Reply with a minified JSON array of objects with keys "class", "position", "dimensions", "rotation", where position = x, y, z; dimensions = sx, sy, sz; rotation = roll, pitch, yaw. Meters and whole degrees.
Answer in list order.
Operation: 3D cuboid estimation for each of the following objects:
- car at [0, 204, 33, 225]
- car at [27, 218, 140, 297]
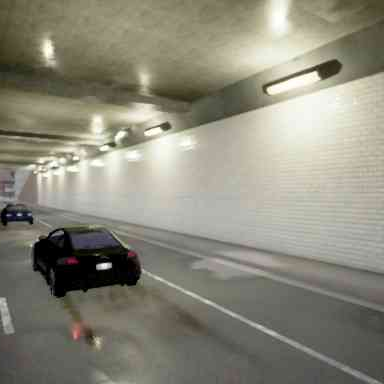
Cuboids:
[{"class":"car","position":[-12.811,1.575,24.233],"dimensions":[2.033,1.411,5.357],"rotation":[0,0,-33]},{"class":"car","position":[-2.982,1.575,8.871],"dimensions":[1.994,1.385,4.181],"rotation":[0,0,-33]}]
